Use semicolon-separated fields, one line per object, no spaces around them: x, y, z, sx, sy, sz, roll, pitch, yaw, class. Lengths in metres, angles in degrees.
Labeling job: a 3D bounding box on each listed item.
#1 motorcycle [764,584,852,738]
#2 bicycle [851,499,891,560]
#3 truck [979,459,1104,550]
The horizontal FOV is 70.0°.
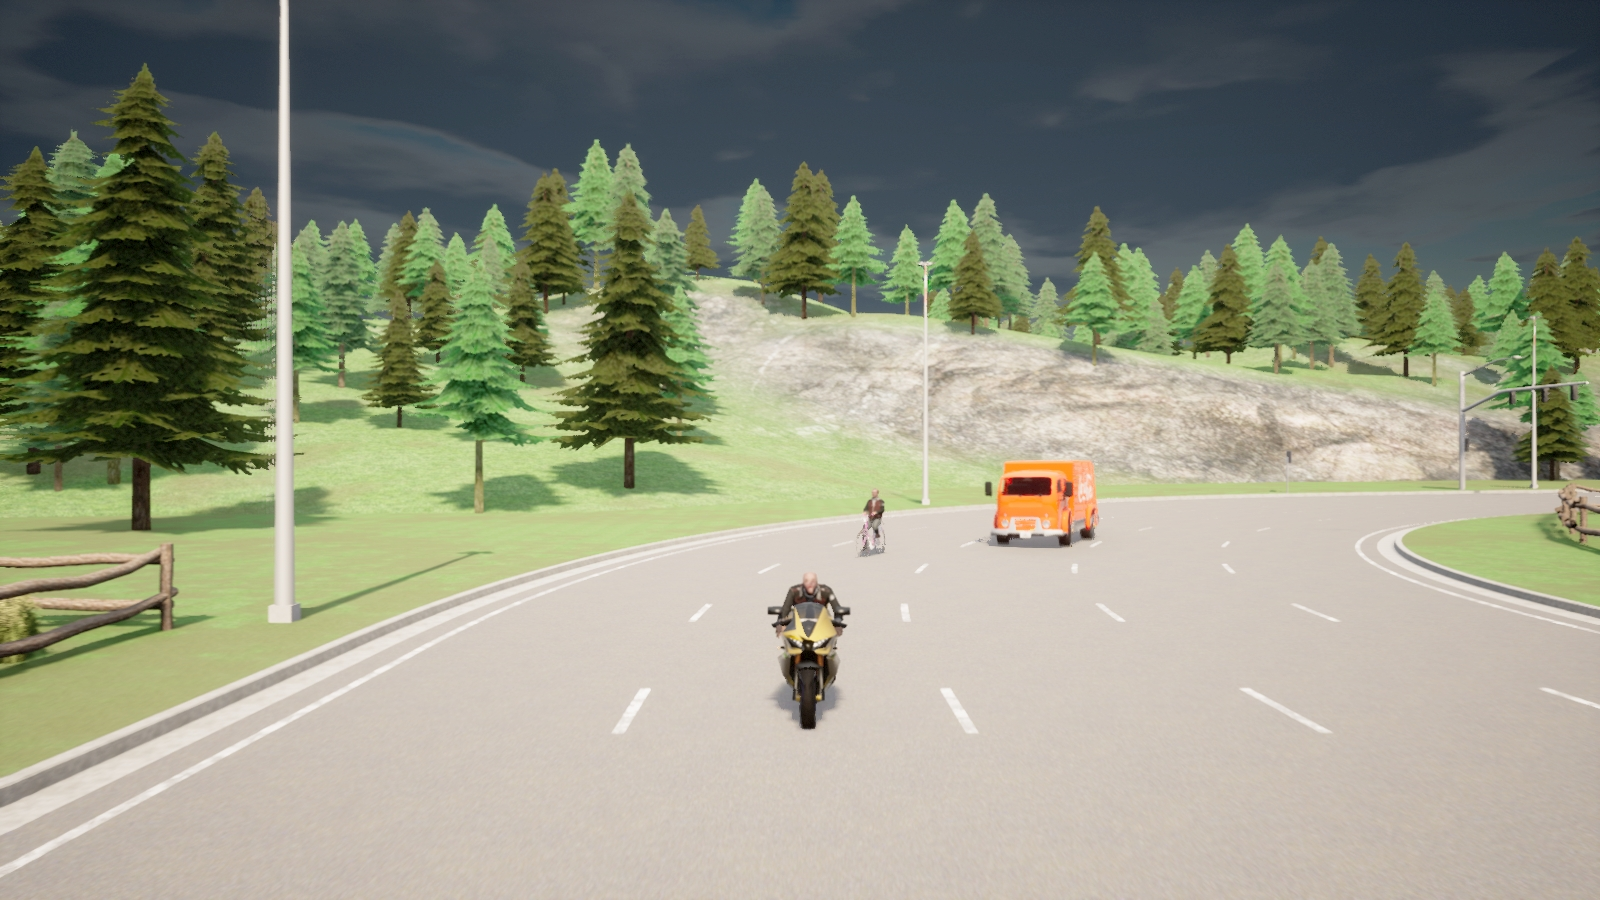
0.106;2.195;12.292;0.867;1.251;2.209;0;0;1;motorcycle
1.859;2.038;29.760;0.329;1.471;1.835;0;0;27;bicycle
7.347;1.544;34.300;2.627;2.467;5.204;-1;0;24;truck
